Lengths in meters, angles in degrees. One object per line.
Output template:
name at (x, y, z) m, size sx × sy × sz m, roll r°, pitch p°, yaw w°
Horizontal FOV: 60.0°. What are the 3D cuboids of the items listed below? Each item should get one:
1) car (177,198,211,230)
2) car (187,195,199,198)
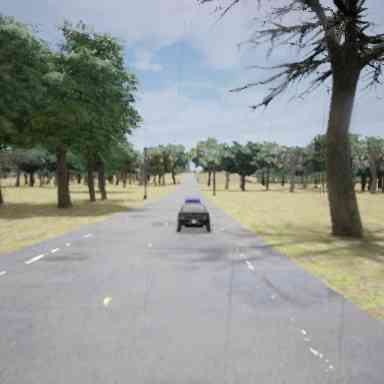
car at (0.105, 1.409, 20.411) m, size 1.882 × 1.535 × 5.008 m, roll 0°, pitch 1°, yaw 0°
car at (0.114, 1.145, 40.198) m, size 1.882 × 1.535 × 5.008 m, roll 0°, pitch 1°, yaw 0°
